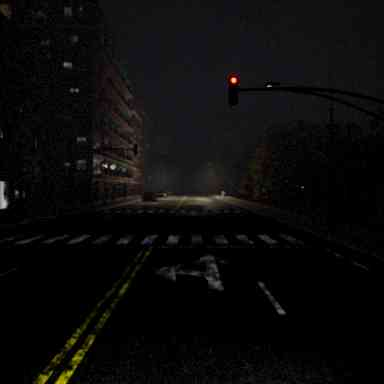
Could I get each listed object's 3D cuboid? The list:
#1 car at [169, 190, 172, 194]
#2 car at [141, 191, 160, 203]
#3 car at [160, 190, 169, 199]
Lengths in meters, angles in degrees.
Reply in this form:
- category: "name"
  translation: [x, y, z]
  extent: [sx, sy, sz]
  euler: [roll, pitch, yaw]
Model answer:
- category: "car"
  translation: [-6.651, 0.110, 91.587]
  extent: [2.097, 1.767, 4.553]
  euler: [0, 1, 0]
- category: "car"
  translation: [-6.586, 0.685, 51.624]
  extent: [2.097, 1.767, 4.553]
  euler: [0, 0, 0]
- category: "car"
  translation: [-6.618, 0.500, 70.872]
  extent: [2.097, 1.767, 4.553]
  euler: [0, 1, 0]
